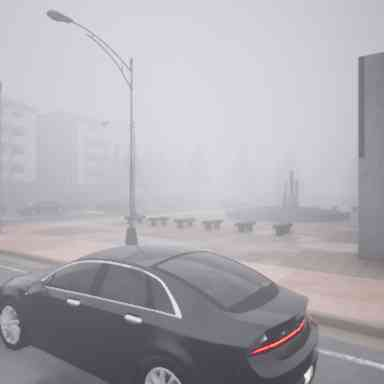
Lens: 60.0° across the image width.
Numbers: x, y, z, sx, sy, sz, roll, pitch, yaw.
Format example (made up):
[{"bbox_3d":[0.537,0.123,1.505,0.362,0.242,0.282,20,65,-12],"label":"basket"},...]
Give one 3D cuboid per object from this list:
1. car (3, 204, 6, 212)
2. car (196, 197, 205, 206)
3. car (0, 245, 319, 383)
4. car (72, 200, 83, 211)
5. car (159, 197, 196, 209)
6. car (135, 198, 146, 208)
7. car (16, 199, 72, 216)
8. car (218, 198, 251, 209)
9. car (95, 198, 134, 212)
[{"bbox_3d":[-20.167,1.547,31.226,2.128,1.511,4.902,0,0,35],"label":"car"},{"bbox_3d":[-0.311,1.527,53.334,5.008,1.535,1.882,0,0,-32],"label":"car"},{"bbox_3d":[-0.857,1.510,4.604,4.892,1.490,1.837,0,0,35],"label":"car"},{"bbox_3d":[-15.017,1.581,38.778,1.812,1.442,4.674,0,0,36],"label":"car"},{"bbox_3d":[-2.327,1.538,47.578,4.902,1.511,2.128,0,0,-38],"label":"car"},{"bbox_3d":[-8.723,1.560,46.533,4.892,1.490,1.837,0,0,-44],"label":"car"},{"bbox_3d":[-14.798,1.555,32.919,1.837,1.490,4.892,0,0,34],"label":"car"},{"bbox_3d":[5.774,1.525,44.667,4.902,1.511,2.128,0,0,-33],"label":"car"},{"bbox_3d":[-9.586,1.614,40.149,1.994,1.385,4.181,0,0,39],"label":"car"}]
